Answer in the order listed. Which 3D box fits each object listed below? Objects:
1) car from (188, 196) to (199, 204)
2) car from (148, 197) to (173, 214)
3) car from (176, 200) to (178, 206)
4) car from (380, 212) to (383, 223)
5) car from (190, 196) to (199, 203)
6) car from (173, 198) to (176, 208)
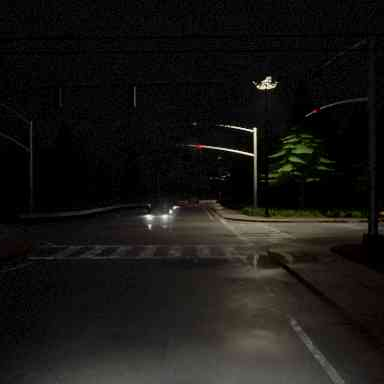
[{"bbox_3d":[0.312,1.689,65.344,1.812,1.442,4.674,0,0,2],"label":"car"},{"bbox_3d":[-3.615,1.465,36.735,2.097,1.767,4.553,0,0,0],"label":"car"},{"bbox_3d":[-3.512,1.726,56.685,1.994,1.385,4.181,0,0,1],"label":"car"},{"bbox_3d":[15.142,1.485,22.020,5.008,1.535,1.882,0,0,1],"label":"car"},{"bbox_3d":[0.631,1.629,75.652,1.837,1.490,4.892,0,0,2],"label":"car"},{"bbox_3d":[-3.601,1.642,46.605,1.837,1.490,4.892,0,0,0],"label":"car"}]
